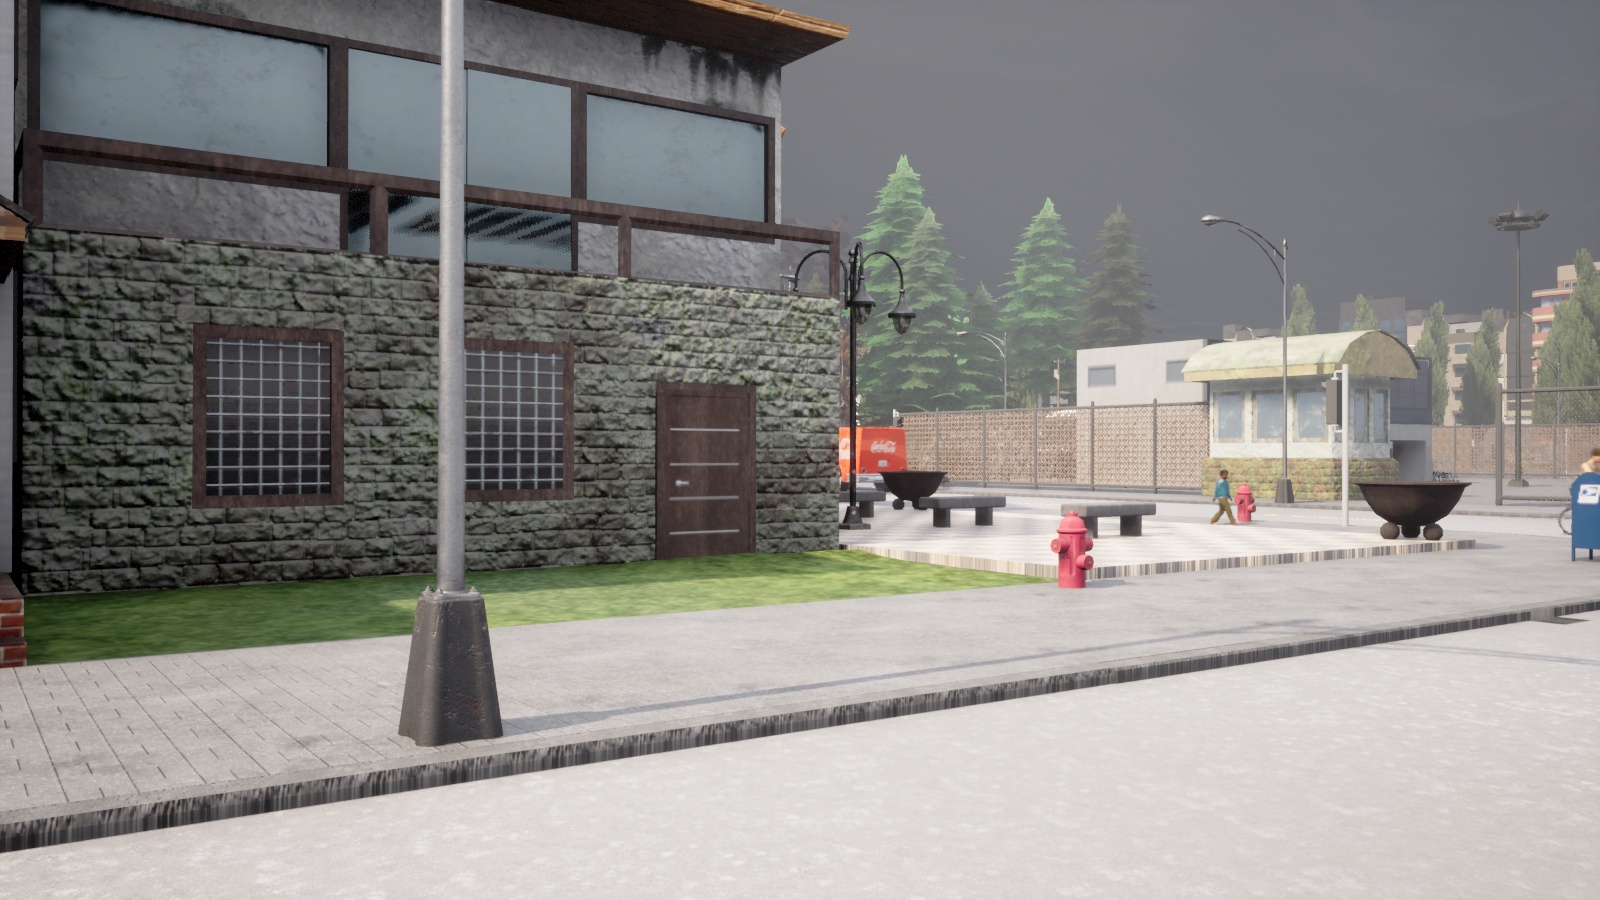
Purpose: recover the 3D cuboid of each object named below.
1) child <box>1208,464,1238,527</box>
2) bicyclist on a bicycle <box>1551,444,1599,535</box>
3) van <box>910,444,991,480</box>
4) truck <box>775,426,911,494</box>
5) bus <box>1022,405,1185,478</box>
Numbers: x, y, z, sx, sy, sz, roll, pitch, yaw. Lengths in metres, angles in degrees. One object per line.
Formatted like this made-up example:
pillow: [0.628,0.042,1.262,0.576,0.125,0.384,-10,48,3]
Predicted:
child: [8.117,0.870,24.119,0.448,1.192,0.343,0,0,41]
bicyclist on a bicycle: [14.526,0.706,22.596,0.866,1.612,1.509,0,0,-34]
van: [8.448,0.651,70.230,4.442,1.987,1.775,0,0,-35]
truck: [1.575,0.373,48.231,2.627,2.467,5.204,0,0,-35]
bus: [18.819,-0.482,77.448,10.273,4.253,3.944,0,0,-35]
